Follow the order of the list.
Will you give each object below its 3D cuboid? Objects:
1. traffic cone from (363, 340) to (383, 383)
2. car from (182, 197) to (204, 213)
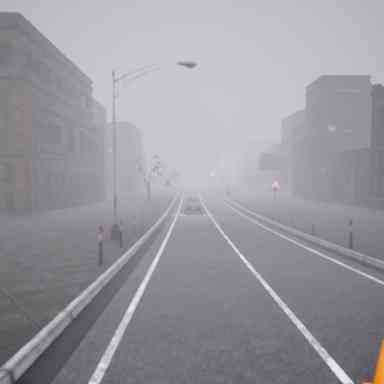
[{"bbox_3d":[2.174,1.966,3.750,0.340,0.580,0.340,0,0,1],"label":"traffic cone"},{"bbox_3d":[0.106,1.268,34.081,1.837,1.490,4.892,0,2,0],"label":"car"}]
